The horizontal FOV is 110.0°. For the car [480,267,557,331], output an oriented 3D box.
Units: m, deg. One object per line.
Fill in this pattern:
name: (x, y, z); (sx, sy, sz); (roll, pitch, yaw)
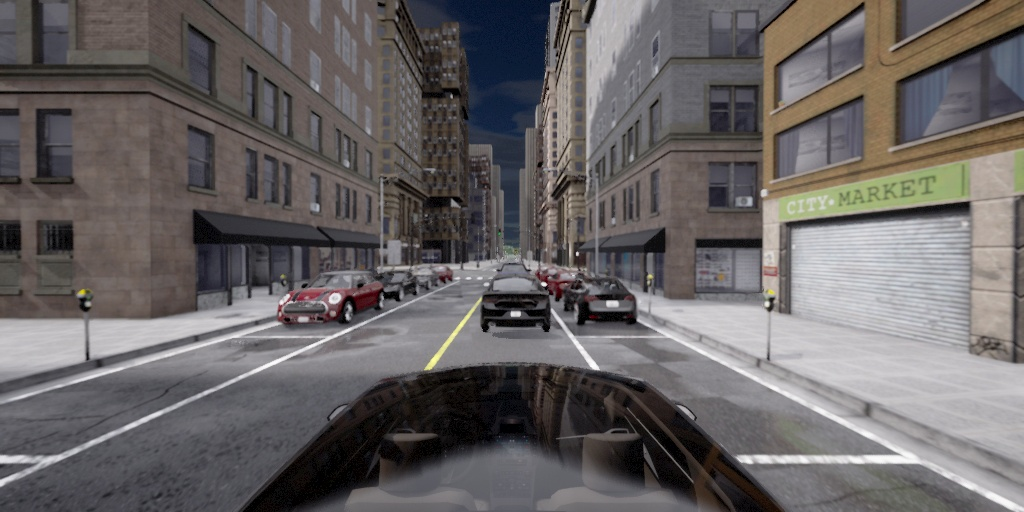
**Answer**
car: (0.104, 1.272, 11.267); (1.882, 1.535, 5.008); (0, 0, 0)

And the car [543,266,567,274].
car: (2.767, 1.369, 17.399); (1.888, 1.381, 4.507); (0, 0, 0)

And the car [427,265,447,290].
car: (-5.757, 1.400, 22.908); (2.007, 1.370, 4.403); (0, 0, 0)

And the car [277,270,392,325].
car: (-5.761, 1.237, 11.898); (1.967, 1.591, 4.097); (0, 0, 0)

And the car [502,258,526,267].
car: (0.108, 1.197, 22.118); (2.097, 1.767, 4.553); (0, 0, 0)

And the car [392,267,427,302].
car: (-5.759, 1.389, 17.403); (1.948, 1.339, 4.313); (0, 0, 0)

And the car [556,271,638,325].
car: (2.765, 1.363, 11.895); (1.948, 1.339, 4.313); (0, 0, 0)

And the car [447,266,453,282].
car: (-5.755, 1.422, 28.413); (1.888, 1.381, 4.507); (0, 0, 0)
